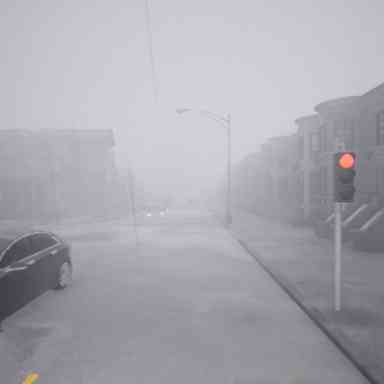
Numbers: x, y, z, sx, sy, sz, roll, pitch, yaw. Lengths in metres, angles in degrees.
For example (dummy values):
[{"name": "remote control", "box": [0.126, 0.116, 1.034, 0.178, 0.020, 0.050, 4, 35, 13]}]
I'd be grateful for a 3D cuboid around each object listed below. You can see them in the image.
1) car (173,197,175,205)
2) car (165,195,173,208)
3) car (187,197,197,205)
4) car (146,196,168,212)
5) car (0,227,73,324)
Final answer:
[{"name": "car", "box": [-4.127, 1.352, 58.392, 2.097, 1.767, 4.553, 0, 0, 0]}, {"name": "car", "box": [-4.146, 1.505, 48.599, 1.837, 1.490, 4.892, 0, 0, 0]}, {"name": "car", "box": [0.040, 1.547, 61.126, 2.033, 1.411, 5.357, 0, 0, 0]}, {"name": "car", "box": [-4.147, 1.526, 39.413, 1.812, 1.442, 4.674, 0, 0, -1]}, {"name": "car", "box": [-3.854, 1.505, 6.266, 1.837, 1.490, 4.892, 1, 0, 1]}]
